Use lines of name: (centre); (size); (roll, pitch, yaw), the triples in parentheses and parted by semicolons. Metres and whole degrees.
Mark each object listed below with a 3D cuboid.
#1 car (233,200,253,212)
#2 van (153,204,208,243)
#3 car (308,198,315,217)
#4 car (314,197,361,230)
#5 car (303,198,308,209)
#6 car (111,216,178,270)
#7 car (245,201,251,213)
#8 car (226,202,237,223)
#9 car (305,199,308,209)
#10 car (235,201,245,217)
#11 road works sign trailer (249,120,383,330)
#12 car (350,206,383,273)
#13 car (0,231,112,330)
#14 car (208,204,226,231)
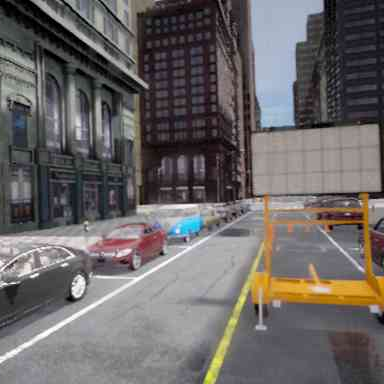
car: (6.858, 1.847, 44.348); (2.008, 1.369, 4.403); (-2, -1, 15)
van: (-0.621, 1.551, 17.176); (1.690, 1.788, 3.998); (-2, -1, 15)
car: (10.583, 1.281, 25.791); (2.192, 1.841, 5.009); (-2, -1, 15)
car: (9.089, 1.265, 20.356); (2.192, 1.841, 5.009); (-2, -1, 15)
car: (15.071, 1.461, 42.092); (1.967, 1.590, 4.097); (-2, -1, 15)
car: (-2.107, 1.776, 11.739); (1.802, 1.307, 4.206); (-2, -1, 15)
car: (5.364, 1.844, 38.913); (1.947, 1.339, 4.313); (-2, -1, 15)
car: (2.376, 1.824, 28.043); (1.802, 1.307, 4.206); (-2, -1, 15)
car: (12.086, 1.550, 31.222); (1.947, 1.339, 4.313); (-2, -1, 15)
car: (3.870, 1.826, 33.478); (1.947, 1.339, 4.313); (-2, -1, 15)
road works sign trailer: (2.423, 0.463, 6.615); (2.380, 3.560, 2.880); (-2, -1, 15)
car: (6.105, 1.359, 9.487); (1.967, 1.590, 4.097); (-2, -1, 15)
car: (-3.603, 1.731, 6.304); (2.008, 1.369, 4.403); (-2, -1, 15)
car: (0.834, 1.750, 22.445); (1.752, 1.417, 4.829); (-2, -1, 15)
